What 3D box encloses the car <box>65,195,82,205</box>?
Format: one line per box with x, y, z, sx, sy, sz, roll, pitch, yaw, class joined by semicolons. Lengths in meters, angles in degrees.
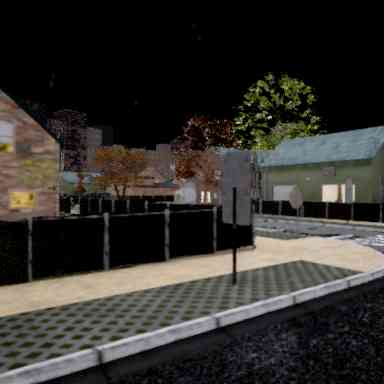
-17.243;1.260;48.075;1.837;1.490;4.892;1;0;-37;car
